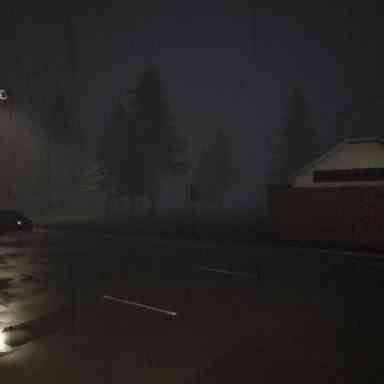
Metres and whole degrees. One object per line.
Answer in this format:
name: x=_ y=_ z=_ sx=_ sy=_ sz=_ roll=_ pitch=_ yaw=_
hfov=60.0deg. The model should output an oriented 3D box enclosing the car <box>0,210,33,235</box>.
car: x=-12.026 y=1.855 z=21.169 sx=4.181 sy=1.385 sz=1.994 roll=-1 pitch=-1 yaw=35
